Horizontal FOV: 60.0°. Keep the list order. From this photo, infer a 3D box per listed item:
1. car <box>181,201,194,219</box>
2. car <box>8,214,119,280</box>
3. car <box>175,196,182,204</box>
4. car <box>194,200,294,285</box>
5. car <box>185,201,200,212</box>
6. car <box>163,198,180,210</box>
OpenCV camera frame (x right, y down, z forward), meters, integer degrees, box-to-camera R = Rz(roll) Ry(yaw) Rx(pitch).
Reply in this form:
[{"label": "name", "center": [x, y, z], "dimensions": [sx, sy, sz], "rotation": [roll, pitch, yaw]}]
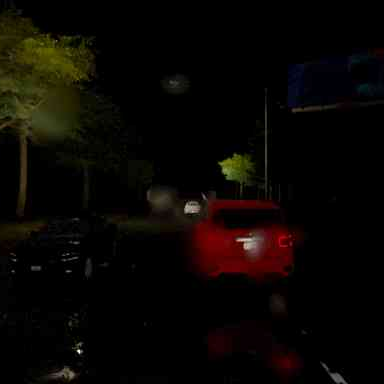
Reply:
[{"label": "car", "center": [0.108, 1.804, 36.250], "dimensions": [1.812, 1.442, 4.674], "rotation": [0, -1, 0]}, {"label": "car", "center": [-3.588, 1.492, 10.154], "dimensions": [1.882, 1.535, 5.008], "rotation": [0, 0, 0]}, {"label": "car", "center": [-3.415, 1.856, 78.253], "dimensions": [2.097, 1.767, 4.553], "rotation": [0, 1, 0]}, {"label": "car", "center": [1.236, 1.236, 9.650], "dimensions": [2.150, 2.045, 5.566], "rotation": [0, 0, 0]}, {"label": "car", "center": [0.067, 1.980, 46.293], "dimensions": [1.994, 1.385, 4.181], "rotation": [0, -1, 1]}, {"label": "car", "center": [-3.529, 2.060, 53.251], "dimensions": [2.033, 1.411, 5.357], "rotation": [0, -1, 0]}]
